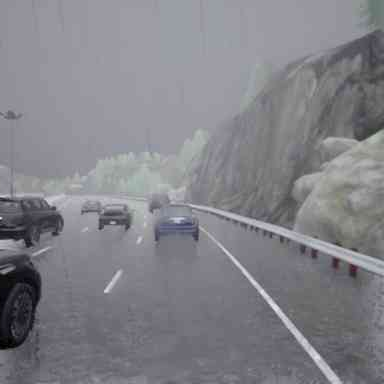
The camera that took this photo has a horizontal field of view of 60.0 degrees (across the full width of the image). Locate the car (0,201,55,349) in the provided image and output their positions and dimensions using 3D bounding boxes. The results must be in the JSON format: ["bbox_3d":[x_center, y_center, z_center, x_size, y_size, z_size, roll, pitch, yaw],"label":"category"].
[{"bbox_3d":[-3.508,1.229,3.107,2.150,2.045,5.566,0,0,-1],"label":"car"}]

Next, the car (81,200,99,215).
[{"bbox_3d":[-10.369,1.571,34.617,2.033,1.411,5.357,0,0,-11],"label":"car"}]

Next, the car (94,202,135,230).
[{"bbox_3d":[-4.831,1.517,21.513,1.837,1.490,4.892,0,0,-7],"label":"car"}]

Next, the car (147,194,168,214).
[{"bbox_3d":[-3.658,1.232,36.669,2.150,2.045,5.566,0,0,-11],"label":"car"}]

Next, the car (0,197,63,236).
[{"bbox_3d":[-7.669,1.238,15.151,2.150,2.045,5.566,0,0,-5],"label":"car"}]

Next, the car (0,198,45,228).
[{"bbox_3d":[-12.096,1.378,23.207,2.097,1.767,4.553,0,0,-7],"label":"car"}]

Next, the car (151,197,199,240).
[{"bbox_3d":[-0.864,1.355,17.227,2.097,1.767,4.553,0,0,-5],"label":"car"}]
